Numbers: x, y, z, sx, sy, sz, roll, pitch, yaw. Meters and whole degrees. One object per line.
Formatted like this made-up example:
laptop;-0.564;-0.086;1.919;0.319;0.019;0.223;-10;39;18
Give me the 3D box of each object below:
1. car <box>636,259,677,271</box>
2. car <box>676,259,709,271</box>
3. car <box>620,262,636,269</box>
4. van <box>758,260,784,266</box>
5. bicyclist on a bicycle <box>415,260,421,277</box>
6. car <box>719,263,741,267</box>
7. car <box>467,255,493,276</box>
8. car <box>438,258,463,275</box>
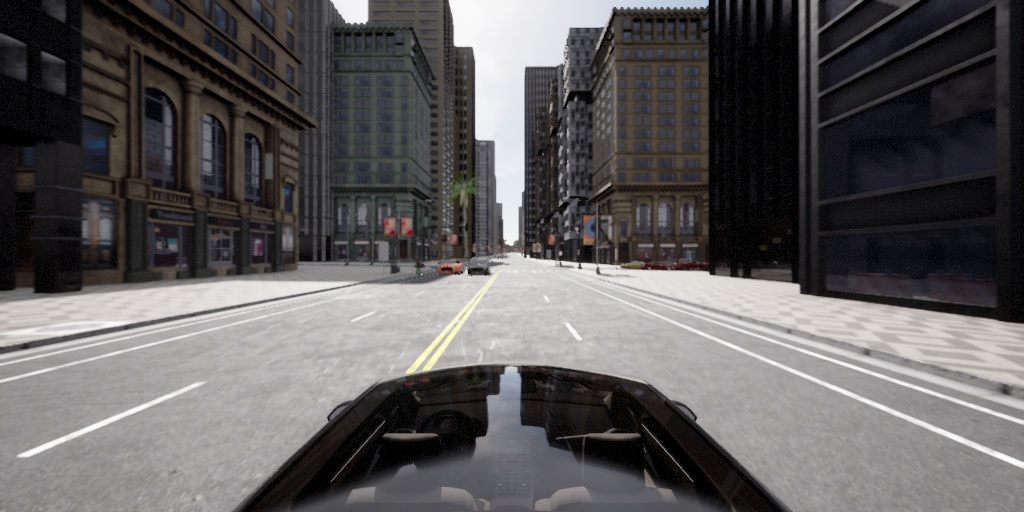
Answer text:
car;20.669;1.509;51.364;4.507;1.381;1.888;0;0;0
car;25.757;1.348;51.352;5.009;1.841;2.192;0;0;0
car;20.520;1.502;59.892;4.829;1.417;1.751;0;0;0
van;35.931;1.512;51.329;3.998;1.789;1.690;0;0;0
bicyclist on a bicycle;-8.860;1.163;33.799;0.582;1.620;1.656;0;0;-1
car;30.844;1.684;51.341;4.207;1.307;1.802;0;0;0
car;-3.354;1.054;37.055;2.097;1.767;4.553;0;0;0
car;-6.597;1.051;38.641;2.097;1.767;4.553;0;0;0
